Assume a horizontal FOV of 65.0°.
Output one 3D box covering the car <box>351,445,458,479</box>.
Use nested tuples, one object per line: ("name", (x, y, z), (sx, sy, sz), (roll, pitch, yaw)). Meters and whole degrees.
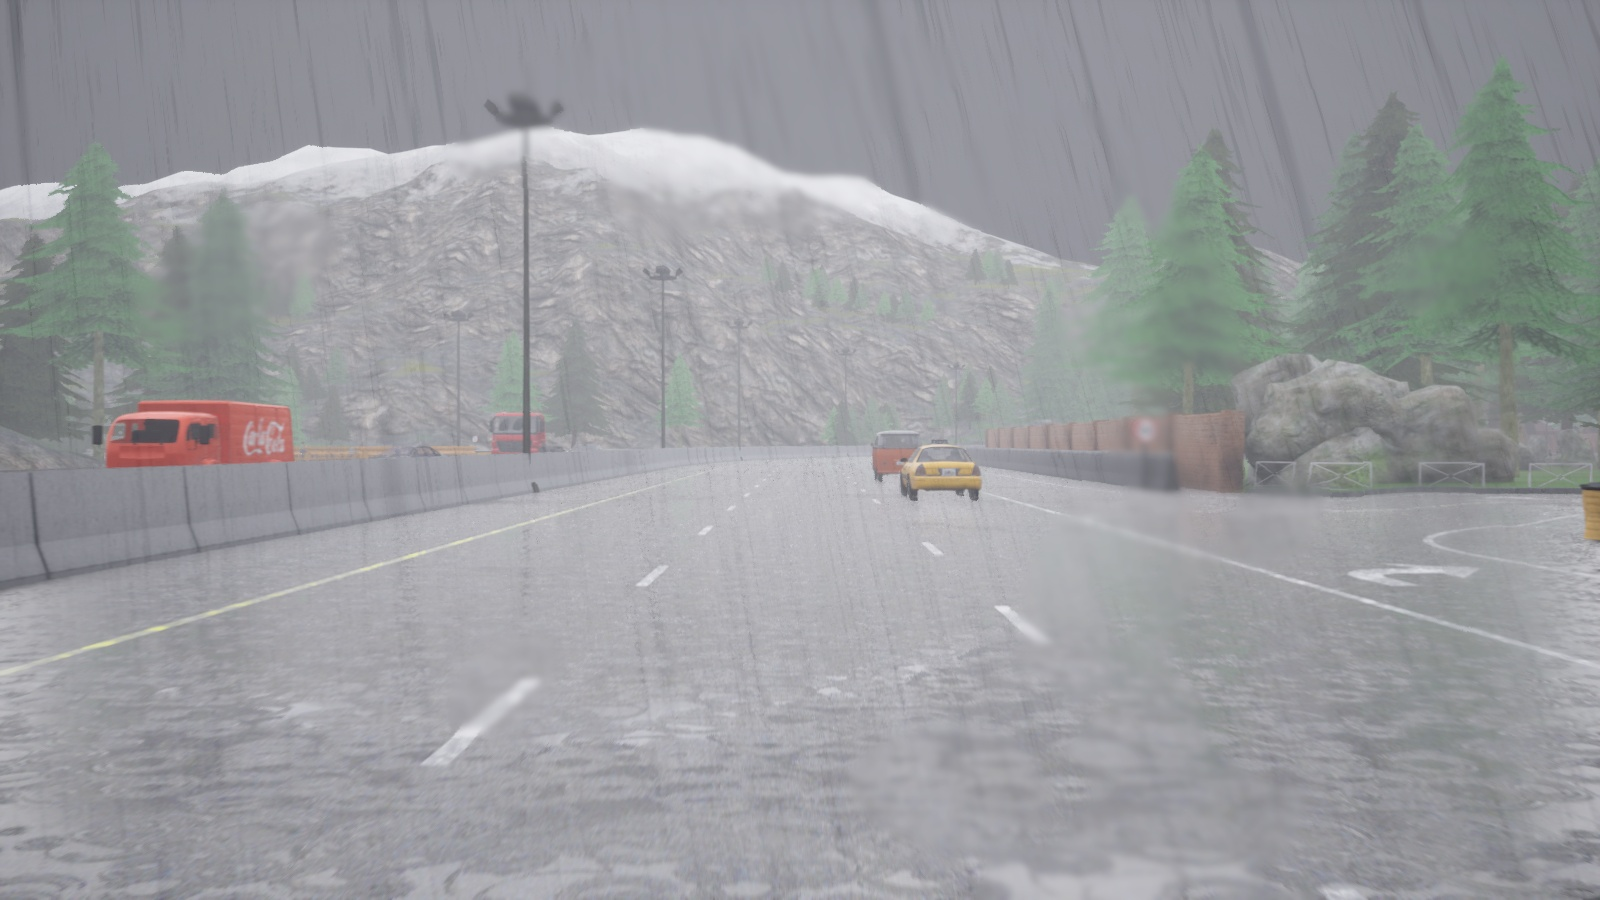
("car", (-16.897, 0.475, 53.950), (2.033, 1.411, 5.357), (0, 0, 12))

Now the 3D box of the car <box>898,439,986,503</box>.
("car", (3.707, 0.497, 33.637), (1.801, 1.575, 5.366), (0, 0, 0))

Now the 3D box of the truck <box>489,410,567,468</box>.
("truck", (-16.963, -0.696, 78.973), (2.891, 3.462, 7.936), (0, 0, 2))

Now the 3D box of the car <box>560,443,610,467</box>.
("car", (-13.458, 0.289, 78.895), (2.163, 1.488, 4.792), (0, 0, 2))

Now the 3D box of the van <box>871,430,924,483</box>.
("van", (3.797, 0.222, 49.543), (1.775, 1.987, 4.442), (0, 0, 0))

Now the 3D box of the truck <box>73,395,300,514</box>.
("truck", (-13.821, 0.087, 28.771), (2.627, 2.467, 5.204), (0, 0, 0))
